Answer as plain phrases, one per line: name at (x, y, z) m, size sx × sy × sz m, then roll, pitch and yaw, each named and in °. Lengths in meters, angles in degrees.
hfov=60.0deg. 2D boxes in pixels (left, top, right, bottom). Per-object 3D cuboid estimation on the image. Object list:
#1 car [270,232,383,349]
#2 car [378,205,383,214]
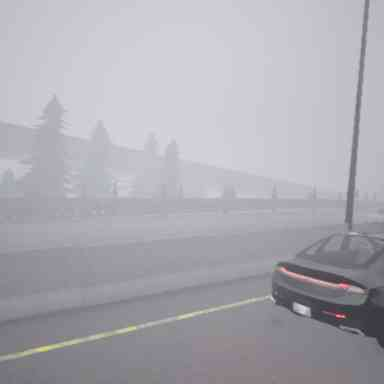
car at (3.611, 1.499, 6.126) m, size 4.902 × 1.511 × 2.128 m, roll 1°, pitch 0°, yaw -33°
car at (21.399, 1.679, 34.783) m, size 4.674 × 1.442 × 1.812 m, roll 2°, pitch 0°, yaw -33°
